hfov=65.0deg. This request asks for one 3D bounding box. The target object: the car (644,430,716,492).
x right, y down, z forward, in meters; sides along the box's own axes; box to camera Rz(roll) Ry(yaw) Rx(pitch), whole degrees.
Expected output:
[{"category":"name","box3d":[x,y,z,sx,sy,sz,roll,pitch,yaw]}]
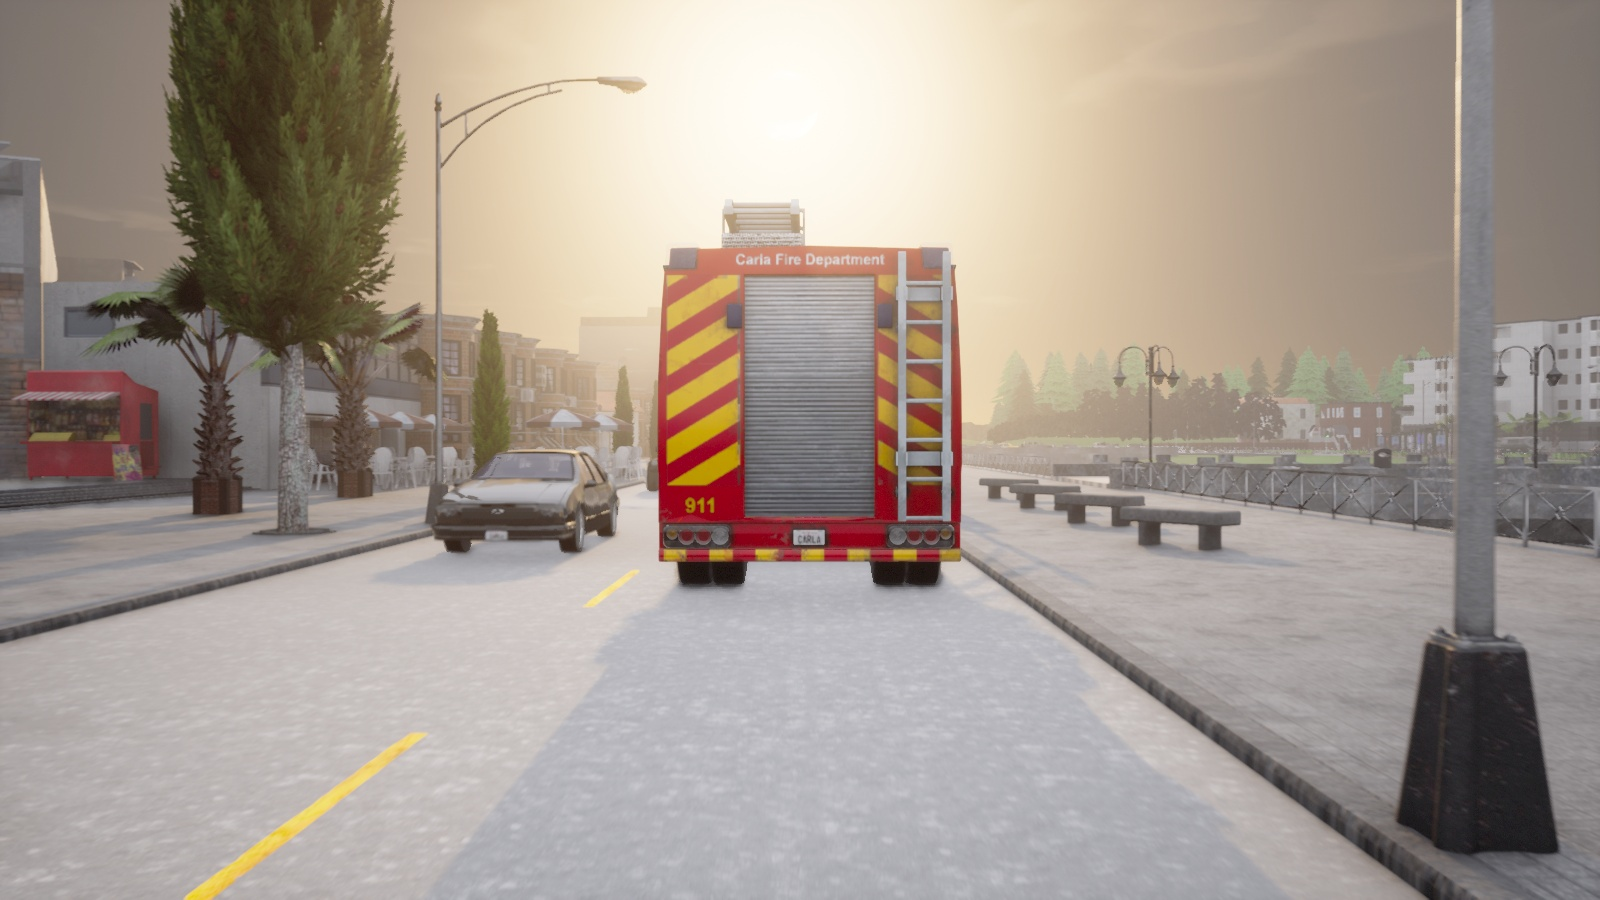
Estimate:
[{"category":"car","box3d":[-3.763,0.314,39.915,1.905,1.878,3.866,0,0,0]}]

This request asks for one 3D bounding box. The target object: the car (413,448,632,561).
[{"category":"car","box3d":[-3.881,0.686,18.611,2.033,1.411,5.357,0,0,0]}]

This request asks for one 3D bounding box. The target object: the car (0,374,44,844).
[{"category":"car","box3d":[-3.970,0.574,2.406,2.242,1.667,4.611,0,0,0]}]

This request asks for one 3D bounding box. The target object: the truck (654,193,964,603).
[{"category":"truck","box3d":[0.105,-0.508,15.973,2.891,3.827,8.468,0,0,0]}]
